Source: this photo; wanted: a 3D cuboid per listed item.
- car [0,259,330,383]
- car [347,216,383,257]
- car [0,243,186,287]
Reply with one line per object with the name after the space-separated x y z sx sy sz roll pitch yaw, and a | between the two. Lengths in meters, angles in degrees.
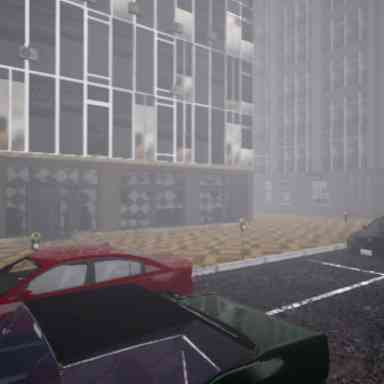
-1.059 1.598 2.611 4.718 1.301 1.895 0 0 -35 | car
7.243 1.513 11.710 4.313 1.339 1.947 0 1 -35 | car
-2.027 1.540 5.116 4.507 1.381 1.887 0 1 -35 | car
